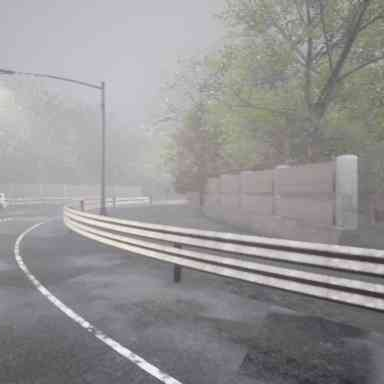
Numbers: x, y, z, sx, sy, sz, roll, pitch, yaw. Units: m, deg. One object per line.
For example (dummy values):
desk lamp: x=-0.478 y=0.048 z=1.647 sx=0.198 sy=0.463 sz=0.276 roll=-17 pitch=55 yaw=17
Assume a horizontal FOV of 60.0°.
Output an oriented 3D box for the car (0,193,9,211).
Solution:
car: x=-22.486 y=1.144 z=35.216 sx=2.150 sy=2.045 sz=5.566 roll=0 pitch=0 yaw=42
